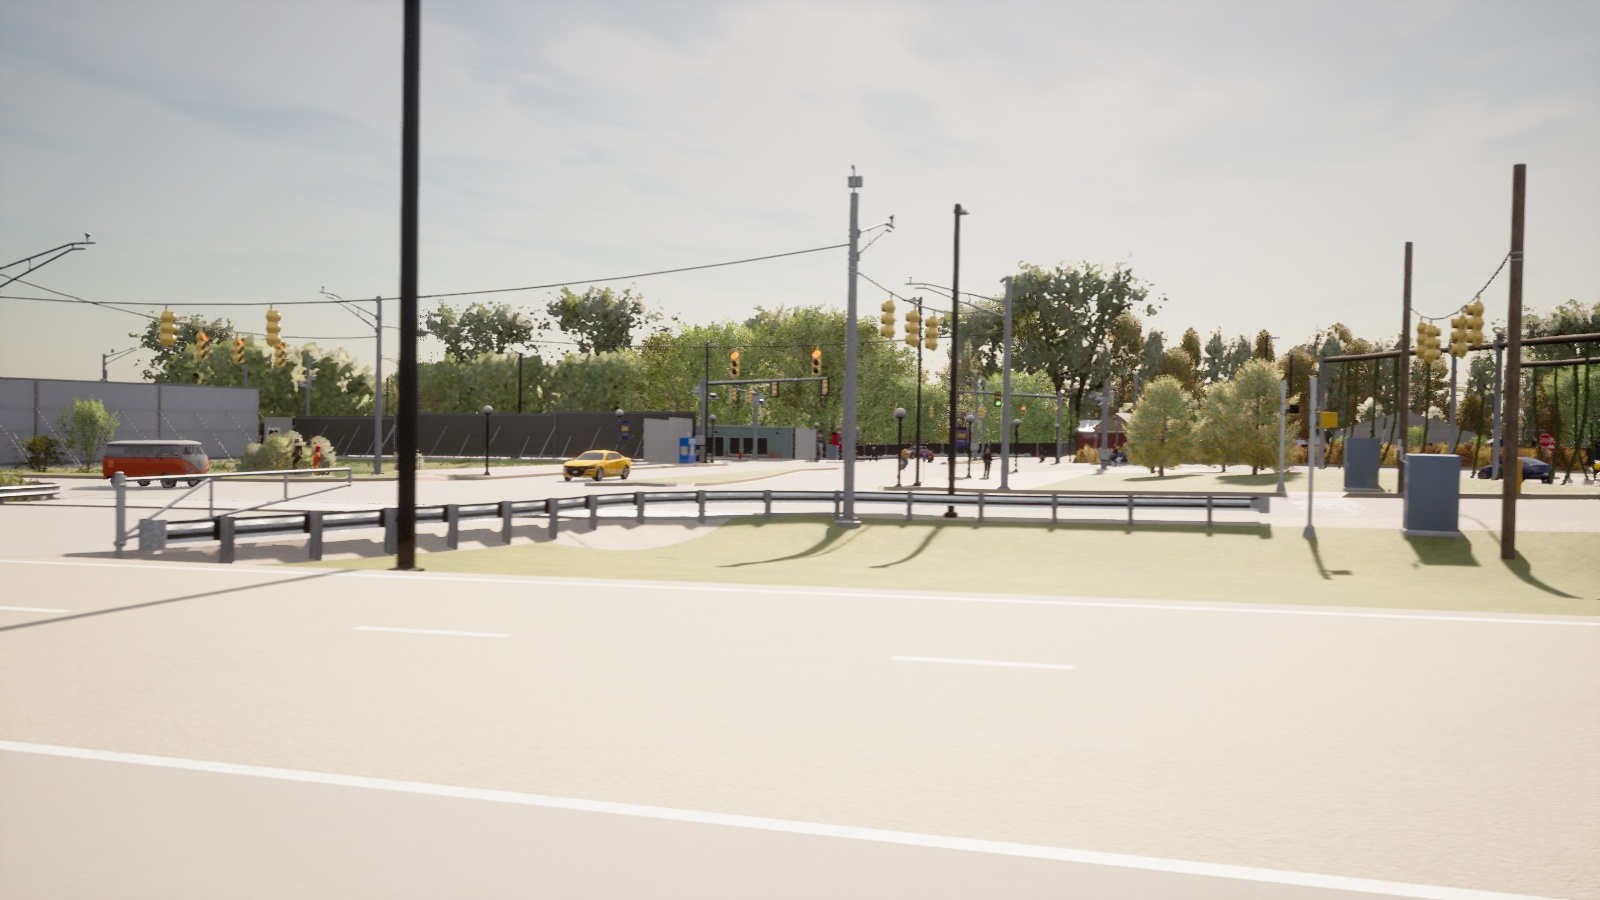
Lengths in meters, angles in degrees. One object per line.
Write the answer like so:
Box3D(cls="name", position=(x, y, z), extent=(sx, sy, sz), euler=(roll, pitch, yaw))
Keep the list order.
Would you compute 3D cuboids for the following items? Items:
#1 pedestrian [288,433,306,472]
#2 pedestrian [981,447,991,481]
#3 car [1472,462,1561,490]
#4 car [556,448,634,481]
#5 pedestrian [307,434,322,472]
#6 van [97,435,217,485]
Box3D(cls="pedestrian", position=(-24.876, 0.114, 62.064), extent=(0.692, 1.930, 0.396), euler=(2, 1, 17))
Box3D(cls="pedestrian", position=(10.657, 0.797, 71.840), extent=(0.402, 1.930, 0.666), euler=(2, 1, 19))
Box3D(cls="car", position=(39.672, 1.420, 69.650), extent=(1.812, 1.442, 4.674), euler=(1, 0, -7))
Box3D(cls="car", position=(-10.242, 0.686, 63.153), extent=(1.882, 1.535, 5.008), euler=(1, 1, 16))
Box3D(cls="pedestrian", position=(-23.680, 0.154, 61.266), extent=(0.594, 1.836, 0.345), euler=(2, 1, 21))
Box3D(cls="van", position=(-26.964, 0.387, 52.698), extent=(4.442, 1.987, 1.775), euler=(1, 1, 15))
